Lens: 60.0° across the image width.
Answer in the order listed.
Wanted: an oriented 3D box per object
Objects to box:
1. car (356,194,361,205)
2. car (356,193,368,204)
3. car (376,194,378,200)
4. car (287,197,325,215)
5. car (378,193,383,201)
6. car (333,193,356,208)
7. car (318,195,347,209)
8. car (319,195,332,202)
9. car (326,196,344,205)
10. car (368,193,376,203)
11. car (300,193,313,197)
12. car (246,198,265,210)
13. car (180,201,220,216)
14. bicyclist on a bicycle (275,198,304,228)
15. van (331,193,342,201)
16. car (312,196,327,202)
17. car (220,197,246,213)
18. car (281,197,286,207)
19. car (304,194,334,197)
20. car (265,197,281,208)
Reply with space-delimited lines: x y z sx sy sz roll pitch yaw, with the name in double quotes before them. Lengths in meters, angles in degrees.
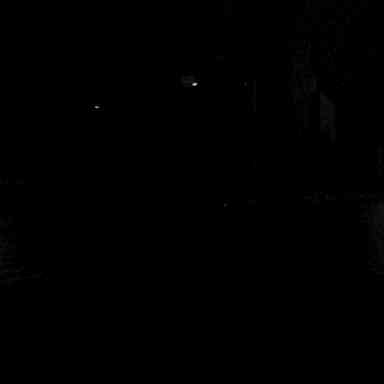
"car" 23.679 1.377 49.999 1.947 1.339 4.313 0 0 35
"car" 26.892 1.117 54.632 2.192 1.841 5.009 0 0 35
"car" 36.634 1.302 68.669 1.752 1.417 4.829 -1 0 35
"car" 10.821 1.424 31.468 1.947 1.339 4.313 0 0 35
"car" 42.966 1.358 77.795 1.802 1.307 4.206 -1 0 35
"car" 20.463 1.136 45.367 2.192 1.841 5.009 0 0 35
"car" 17.249 1.377 40.734 1.887 1.381 4.507 0 0 35
"car" 29.539 1.426 73.398 1.802 1.307 4.206 0 0 35
"car" 23.262 1.353 53.908 1.812 1.442 4.674 -1 0 35
"car" 33.322 1.099 63.898 2.192 1.841 5.009 0 0 35
"car" 19.894 1.415 59.499 1.887 1.381 4.507 0 0 35
"car" 7.035 1.494 40.965 1.802 1.307 4.206 0 0 35
"car" 0.605 1.524 31.699 1.802 1.307 4.206 0 0 35
"bicyclist on a bicycle" 5.340 1.177 18.373 1.656 1.620 0.582 -1 0 35
"van" 35.967 1.185 82.666 1.690 1.788 3.998 -1 0 35
"car" 26.325 1.417 68.766 1.947 1.339 4.313 0 0 35
"car" 3.818 1.366 36.332 1.967 1.590 4.097 0 0 35
"car" 13.464 1.455 50.232 1.947 1.339 4.313 0 0 35
"car" 17.399 1.336 45.456 2.128 1.511 4.902 -1 0 35
"car" 10.152 1.425 45.458 1.752 1.417 4.829 0 0 35
